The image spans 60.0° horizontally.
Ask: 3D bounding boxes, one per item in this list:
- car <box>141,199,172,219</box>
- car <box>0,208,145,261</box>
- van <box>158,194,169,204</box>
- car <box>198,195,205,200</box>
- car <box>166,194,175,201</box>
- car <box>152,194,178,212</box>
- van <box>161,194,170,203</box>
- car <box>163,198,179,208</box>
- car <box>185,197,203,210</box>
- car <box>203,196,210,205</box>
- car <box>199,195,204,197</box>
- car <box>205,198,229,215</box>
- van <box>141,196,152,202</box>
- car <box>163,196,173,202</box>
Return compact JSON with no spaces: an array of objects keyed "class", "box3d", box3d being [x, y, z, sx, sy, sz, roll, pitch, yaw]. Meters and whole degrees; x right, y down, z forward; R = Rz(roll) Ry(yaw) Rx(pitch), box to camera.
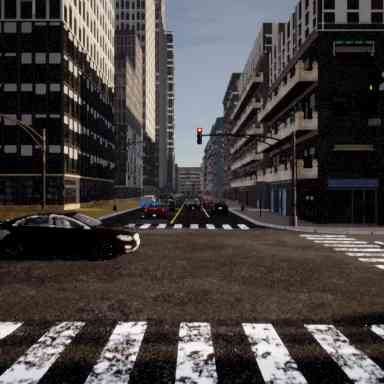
[{"class":"car","box3d":[-3.095,1.603,29.564,1.895,1.301,4.718,0,0,0]},{"class":"car","box3d":[-4.328,1.443,11.533,4.902,1.511,2.128,1,0,-1]},{"class":"van","box3d":[-5.678,1.353,66.345,1.690,1.788,3.998,0,0,0]},{"class":"car","box3d":[2.710,1.590,94.615,1.947,1.339,4.313,0,0,0]},{"class":"car","box3d":[-5.672,1.336,88.963,2.192,1.841,5.009,0,0,0]},{"class":"car","box3d":[-3.095,1.225,39.463,2.150,2.045,5.566,0,0,0]},{"class":"van","box3d":[-5.676,1.355,72.000,1.690,1.788,3.998,0,0,0]},{"class":"car","box3d":[-3.072,1.570,49.553,1.994,1.385,4.181,0,0,0]},{"class":"car","box3d":[0.111,1.605,41.886,1.895,1.301,4.718,0,0,0]},{"class":"car","box3d":[2.698,1.549,43.727,1.887,1.381,4.507,0,0,0]},{"class":"car","box3d":[2.702,1.560,60.690,2.008,1.369,4.403,0,0,0]},{"class":"car","box3d":[2.696,1.568,33.760,1.947,1.339,4.313,0,0,0]},{"class":"van","box3d":[-5.683,1.346,43.728,1.690,1.788,3.998,0,0,0]},{"class":"car","box3d":[-5.674,1.567,77.654,2.008,1.369,4.403,0,0,0]}]
